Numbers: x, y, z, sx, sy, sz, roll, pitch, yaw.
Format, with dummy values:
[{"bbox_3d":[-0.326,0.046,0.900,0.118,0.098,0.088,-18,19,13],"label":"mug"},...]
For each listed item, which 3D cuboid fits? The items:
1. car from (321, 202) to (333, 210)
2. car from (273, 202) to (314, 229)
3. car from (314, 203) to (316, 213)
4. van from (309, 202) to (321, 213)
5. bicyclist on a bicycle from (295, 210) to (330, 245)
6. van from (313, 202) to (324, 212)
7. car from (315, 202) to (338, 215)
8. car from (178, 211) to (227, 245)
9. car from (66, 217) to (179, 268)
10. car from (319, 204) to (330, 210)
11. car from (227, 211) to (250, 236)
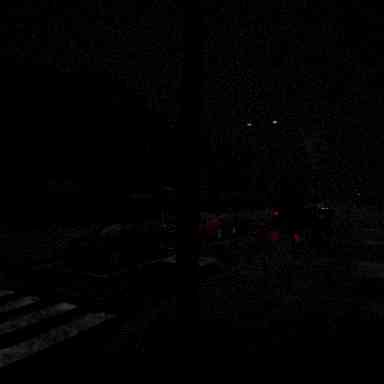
[{"bbox_3d":[32.527,3.300,80.237,2.192,1.841,5.009,0,-1,27],"label":"car"},{"bbox_3d":[8.217,1.841,27.148,2.150,2.045,5.566,0,-1,27],"label":"car"},{"bbox_3d":[17.499,2.775,51.102,1.802,1.307,4.206,0,-1,27],"label":"car"},{"bbox_3d":[22.511,2.797,60.817,1.690,1.788,3.998,0,-1,27],"label":"van"},{"bbox_3d":[5.705,1.687,15.915,1.656,1.620,0.582,0,-1,27],"label":"bicyclist on a bicycle"},{"bbox_3d":[25.015,2.928,65.672,1.690,1.788,3.998,0,-1,27],"label":"van"},{"bbox_3d":[20.983,2.751,51.892,2.128,1.511,4.902,0,-1,27],"label":"car"},{"bbox_3d":[-0.026,1.765,17.120,1.967,1.590,4.097,0,-1,27],"label":"car"},{"bbox_3d":[-2.529,1.747,12.263,1.887,1.381,4.507,0,-1,27],"label":"car"},{"bbox_3d":[30.020,3.401,75.378,2.008,1.369,4.403,0,-1,27],"label":"car"},{"bbox_3d":[2.477,1.991,21.974,1.887,1.381,4.507,0,-1,27],"label":"car"}]
